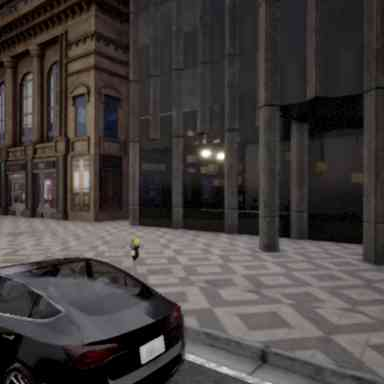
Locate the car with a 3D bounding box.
[{"bbox_3d":[-2.075,1.559,4.441,4.313,1.339,1.947,0,0,35],"label":"car"}]
